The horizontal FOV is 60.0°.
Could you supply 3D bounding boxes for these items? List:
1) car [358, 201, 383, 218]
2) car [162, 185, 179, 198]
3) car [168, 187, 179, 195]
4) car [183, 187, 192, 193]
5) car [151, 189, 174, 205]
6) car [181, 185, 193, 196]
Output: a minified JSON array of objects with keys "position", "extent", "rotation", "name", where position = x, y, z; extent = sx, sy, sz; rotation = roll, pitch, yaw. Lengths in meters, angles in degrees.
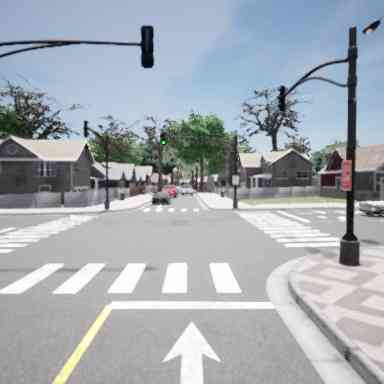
[{"position":[12.611,0.811,19.925],"extent":[4.718,1.301,1.895],"rotation":[-1,2,0],"name":"car"},{"position":[-3.550,-0.073,53.079],"extent":[2.150,2.045,5.566],"rotation":[0,1,0],"name":"car"},{"position":[-3.747,-0.156,68.919],"extent":[2.128,1.511,4.902],"rotation":[0,1,-1],"name":"car"},{"position":[-1.113,-0.453,76.232],"extent":[1.994,1.385,4.181],"rotation":[0,1,-1],"name":"car"},{"position":[-3.317,0.704,36.236],"extent":[1.895,1.301,4.718],"rotation":[0,1,-1],"name":"car"},{"position":[-0.947,-0.375,65.842],"extent":[2.150,2.045,5.566],"rotation":[0,1,-1],"name":"car"}]
